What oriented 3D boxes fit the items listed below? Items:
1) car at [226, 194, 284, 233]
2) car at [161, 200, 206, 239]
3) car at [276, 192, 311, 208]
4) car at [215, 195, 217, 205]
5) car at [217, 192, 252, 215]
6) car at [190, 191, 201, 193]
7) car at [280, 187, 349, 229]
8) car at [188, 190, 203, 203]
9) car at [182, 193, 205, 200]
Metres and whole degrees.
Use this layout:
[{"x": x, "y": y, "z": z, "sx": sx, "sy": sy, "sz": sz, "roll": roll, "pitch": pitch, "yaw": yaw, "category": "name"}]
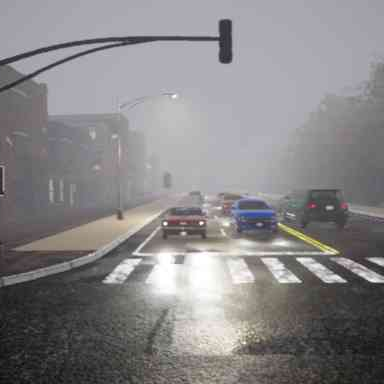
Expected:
[{"x": 3.002, "y": 1.091, "z": 16.961, "sx": 1.882, "sy": 1.535, "sz": 5.008, "roll": -1, "pitch": 1, "yaw": 1, "category": "car"}, {"x": -0.289, "y": 1.285, "z": 15.364, "sx": 1.895, "sy": 1.301, "sz": 4.718, "roll": -1, "pitch": 1, "yaw": 2, "category": "car"}, {"x": 10.094, "y": 0.743, "z": 33.487, "sx": 2.033, "sy": 1.411, "sz": 5.357, "roll": -1, "pitch": 1, "yaw": 1, "category": "car"}, {"x": 3.568, "y": 0.735, "z": 36.630, "sx": 1.812, "sy": 1.442, "sz": 4.674, "roll": -1, "pitch": 1, "yaw": 1, "category": "car"}, {"x": 3.255, "y": 0.894, "z": 26.570, "sx": 1.882, "sy": 1.535, "sz": 5.008, "roll": -1, "pitch": 1, "yaw": 2, "category": "car"}, {"x": 0.272, "y": 0.774, "z": 34.918, "sx": 2.128, "sy": 1.511, "sz": 4.902, "roll": -1, "pitch": 1, "yaw": 2, "category": "car"}, {"x": 6.481, "y": 0.770, "z": 18.138, "sx": 2.150, "sy": 2.045, "sz": 5.566, "roll": -1, "pitch": 1, "yaw": 2, "category": "car"}, {"x": 0.521, "y": 0.581, "z": 45.005, "sx": 1.837, "sy": 1.490, "sz": 4.892, "roll": -1, "pitch": 1, "yaw": 1, "category": "car"}, {"x": -0.043, "y": 1.034, "z": 25.011, "sx": 2.033, "sy": 1.411, "sz": 5.357, "roll": -1, "pitch": 1, "yaw": 2, "category": "car"}]
